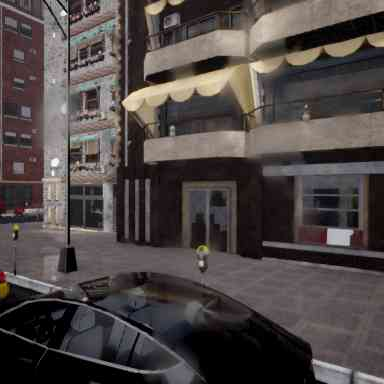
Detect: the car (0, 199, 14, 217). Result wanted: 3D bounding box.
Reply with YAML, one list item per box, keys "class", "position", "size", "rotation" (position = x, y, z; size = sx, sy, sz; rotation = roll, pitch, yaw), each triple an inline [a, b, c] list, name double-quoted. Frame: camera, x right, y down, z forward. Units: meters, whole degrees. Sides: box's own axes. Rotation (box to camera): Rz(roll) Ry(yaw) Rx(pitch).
- class: "car"
  position: [-20.593, 1.598, 32.155]
  size: [2.192, 1.841, 5.009]
  rotation: [-1, -2, 35]

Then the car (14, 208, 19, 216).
- class: "car"
  position: [-17.307, 1.931, 36.801]
  size: [1.887, 1.381, 4.507]
  rotation: [-1, -2, 35]

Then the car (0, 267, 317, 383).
- class: "car"
  position: [-0.923, 1.566, 3.527]
  size: [4.313, 1.339, 1.947]
  rotation: [0, 0, 35]

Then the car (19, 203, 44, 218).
- class: "car"
  position: [-15.201, 1.996, 35.269]
  size: [1.895, 1.301, 4.718]
  rotation: [0, -1, 35]
